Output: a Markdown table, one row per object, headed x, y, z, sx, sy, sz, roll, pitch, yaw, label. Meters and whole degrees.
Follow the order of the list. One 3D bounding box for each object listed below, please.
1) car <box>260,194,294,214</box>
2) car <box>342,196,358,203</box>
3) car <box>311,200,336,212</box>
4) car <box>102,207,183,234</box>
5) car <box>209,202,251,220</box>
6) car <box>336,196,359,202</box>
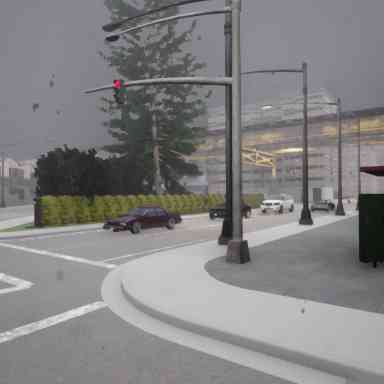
| x | y | z | sx | sy | sz | roll | pitch | yaw | label |
| --- | --- | --- | --- | --- | --- | --- | --- | --- | --- |
| 9.639 | 1.281 | 37.189 | 2.150 | 2.045 | 5.566 | -1 | 0 | 36 | car |
| 31.827 | 1.522 | 68.023 | 4.974 | 1.542 | 2.038 | 0 | 0 | -29 | car |
| 15.398 | 1.590 | 38.890 | 1.994 | 1.385 | 4.181 | -1 | 0 | 36 | car |
| -2.771 | 1.602 | 20.068 | 2.033 | 1.411 | 5.357 | -1 | 0 | 36 | car |
| 3.344 | 1.535 | 28.519 | 1.882 | 1.535 | 5.008 | -1 | 0 | 36 | car |
| 31.871 | 1.364 | 68.050 | 4.536 | 1.218 | 1.853 | 0 | 0 | -29 | car |
